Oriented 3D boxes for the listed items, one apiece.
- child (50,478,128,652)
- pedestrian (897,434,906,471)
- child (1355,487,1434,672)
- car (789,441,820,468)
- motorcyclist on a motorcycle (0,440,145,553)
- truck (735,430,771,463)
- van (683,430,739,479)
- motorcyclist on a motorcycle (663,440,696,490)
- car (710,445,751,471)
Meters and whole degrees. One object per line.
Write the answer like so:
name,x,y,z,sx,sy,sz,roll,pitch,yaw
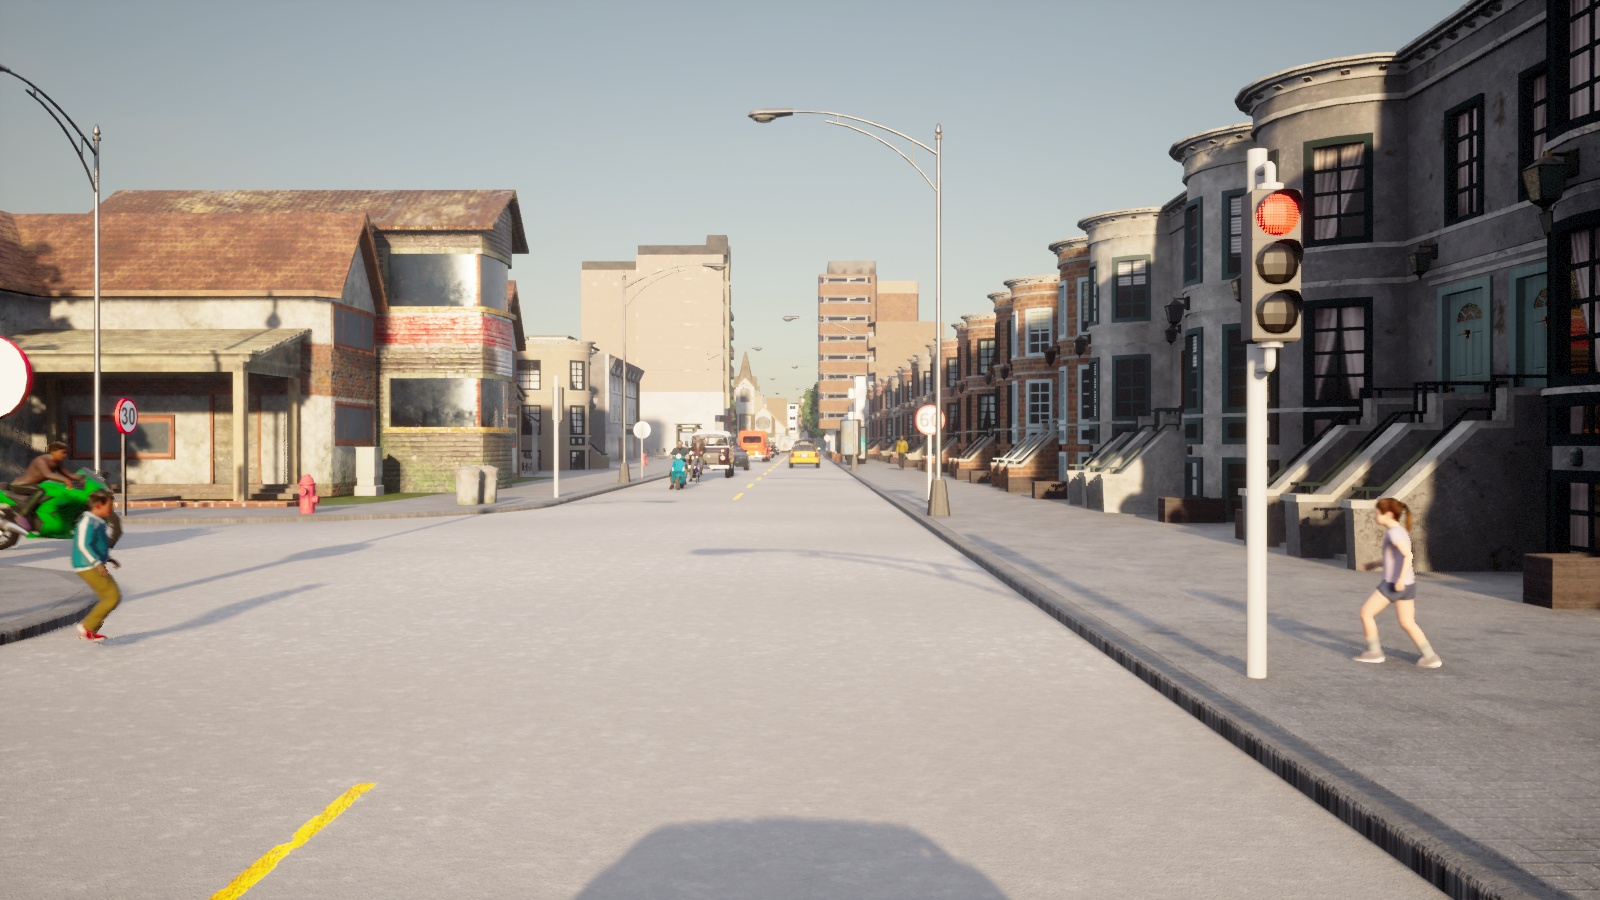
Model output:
child,-5.061,0.803,8.953,0.448,1.192,0.343,0,0,-23
pedestrian,5.087,0.106,62.830,0.431,1.840,0.709,0,0,8
child,3.723,0.795,7.871,0.394,1.110,0.255,0,0,39
car,0.271,0.260,75.404,1.801,1.575,5.366,0,0,0
motorcyclist on a motorcycle,-10.248,0.623,17.287,2.044,1.523,0.797,0,0,0
truck,-3.646,-0.296,97.884,2.627,2.467,5.204,0,0,0
van,-3.807,0.160,54.387,2.069,2.038,4.480,0,0,0
motorcyclist on a motorcycle,-3.856,0.469,40.343,0.866,1.590,1.817,0,0,0
car,-3.756,0.422,68.166,1.994,1.385,4.181,0,0,0
